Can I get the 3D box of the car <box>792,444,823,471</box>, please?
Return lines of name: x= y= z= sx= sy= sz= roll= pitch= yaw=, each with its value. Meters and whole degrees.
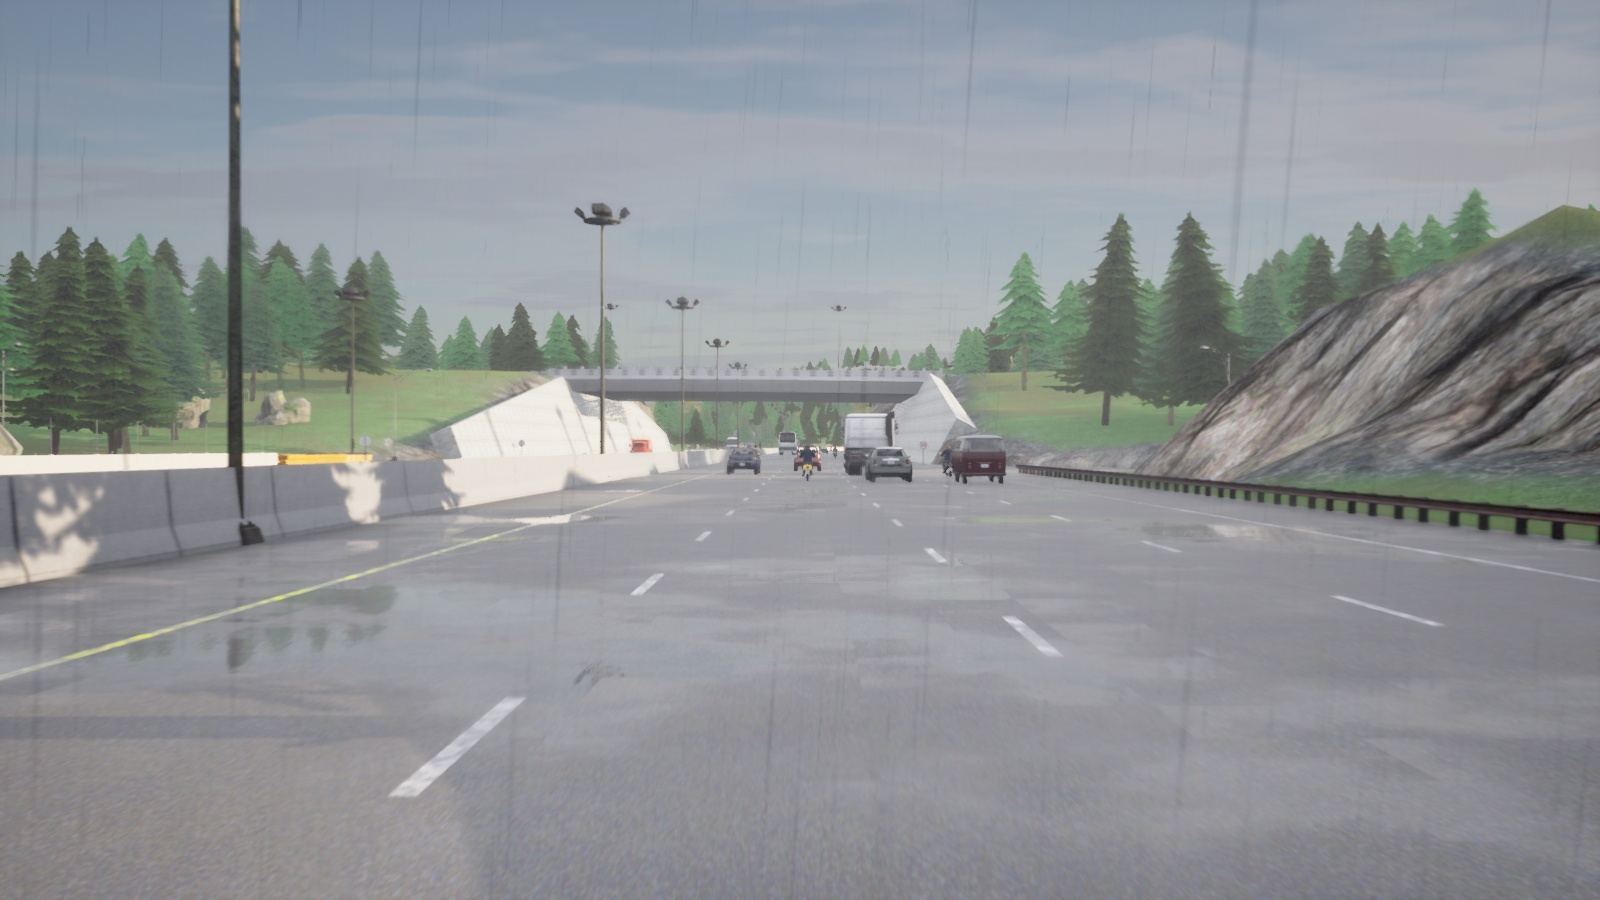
car: x=0.469 y=0.440 z=78.796 sx=1.851 sy=1.617 sz=3.988 roll=0 pitch=0 yaw=0

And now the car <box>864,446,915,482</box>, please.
car: x=3.827 y=0.573 z=54.372 sx=1.970 sy=1.475 sz=3.806 roll=0 pitch=0 yaw=0

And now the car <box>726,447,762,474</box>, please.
car: x=-3.084 y=0.576 z=69.671 sx=1.816 sy=1.474 sz=4.193 roll=0 pitch=0 yaw=0

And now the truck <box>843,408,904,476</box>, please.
truck: x=3.909 y=-0.410 z=68.291 sx=2.891 sy=3.462 sz=7.936 roll=0 pitch=0 yaw=0

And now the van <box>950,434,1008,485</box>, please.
van: x=7.312 y=0.372 z=51.551 sx=1.775 sy=1.987 sz=4.442 roll=0 pitch=0 yaw=0
